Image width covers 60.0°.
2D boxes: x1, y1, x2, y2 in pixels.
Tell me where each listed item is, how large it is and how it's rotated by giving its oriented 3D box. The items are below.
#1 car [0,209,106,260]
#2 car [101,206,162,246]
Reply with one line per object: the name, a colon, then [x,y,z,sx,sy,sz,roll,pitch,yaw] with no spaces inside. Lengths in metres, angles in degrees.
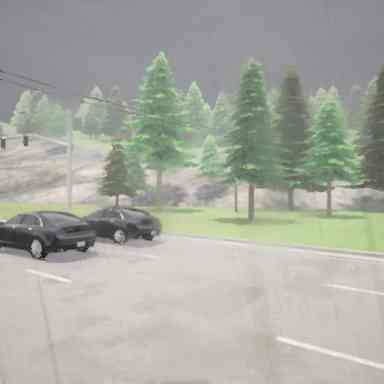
car: [-5.590,1.420,12.126,4.892,1.490,1.837,1,0,34]
car: [-3.571,1.420,14.983,4.892,1.490,1.837,0,0,34]
